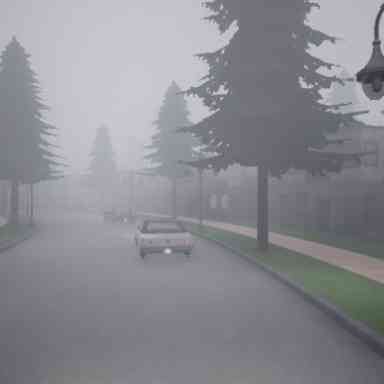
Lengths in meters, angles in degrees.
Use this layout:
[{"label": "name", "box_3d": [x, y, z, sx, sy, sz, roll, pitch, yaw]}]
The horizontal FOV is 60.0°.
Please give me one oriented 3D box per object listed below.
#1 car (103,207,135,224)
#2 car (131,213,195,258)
[{"label": "car", "box_3d": [-6.167, 1.901, 28.062, 1.895, 1.301, 4.718, 0, -1, -26]}, {"label": "car", "box_3d": [-1.299, 1.746, 13.485, 1.895, 1.301, 4.718, 0, -1, -12]}]
